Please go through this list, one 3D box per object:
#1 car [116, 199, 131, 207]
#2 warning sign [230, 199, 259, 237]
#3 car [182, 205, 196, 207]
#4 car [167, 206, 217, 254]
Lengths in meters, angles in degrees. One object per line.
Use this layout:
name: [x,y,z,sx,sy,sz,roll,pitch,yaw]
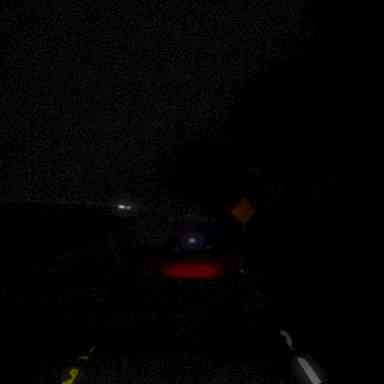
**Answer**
car: [-12.704,2.015,61.933,1.994,1.385,4.181,1,-1,-26]
warning sign: [2.642,1.277,16.887,1.300,1.860,1.060,-1,-1,0]
car: [-0.183,1.792,27.609,2.033,1.411,5.357,0,0,-4]
car: [0.019,1.601,14.239,1.882,1.535,5.008,-1,-1,0]
